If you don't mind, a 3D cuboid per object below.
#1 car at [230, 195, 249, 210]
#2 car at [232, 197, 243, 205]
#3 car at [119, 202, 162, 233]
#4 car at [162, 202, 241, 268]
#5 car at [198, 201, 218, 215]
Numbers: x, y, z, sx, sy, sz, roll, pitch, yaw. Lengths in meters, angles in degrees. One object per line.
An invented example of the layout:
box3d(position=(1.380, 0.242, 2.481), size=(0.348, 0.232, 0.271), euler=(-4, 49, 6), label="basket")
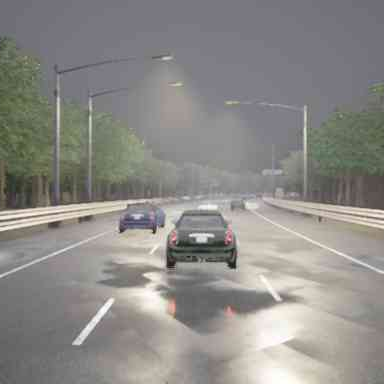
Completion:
box3d(position=(6.131, 1.579, 44.663), size=(2.128, 1.511, 4.902), euler=(0, 0, 7), label="car")
box3d(position=(8.532, 1.674, 62.122), size=(1.994, 1.385, 4.181), euler=(0, 0, 9), label="car")
box3d(position=(-2.828, 1.388, 19.856), size=(2.097, 1.767, 4.553), euler=(0, 0, 3), label="car")
box3d(position=(0.335, 1.375, 11.559), size=(2.097, 1.767, 4.553), euler=(0, 0, 2), label="car")
box3d(position=(1.796, 1.670, 35.682), size=(1.895, 1.301, 4.718), euler=(0, 0, 5), label="car")
